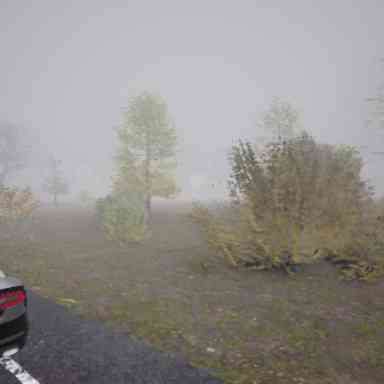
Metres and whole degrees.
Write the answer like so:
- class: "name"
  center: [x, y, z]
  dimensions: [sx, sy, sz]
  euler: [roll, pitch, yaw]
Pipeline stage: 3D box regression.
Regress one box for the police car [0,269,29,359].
- class: "police car"
  center: [-4.399, 1.457, 5.213]
  dimensions: [5.238, 1.638, 1.930]
  euler: [-1, 1, 42]
